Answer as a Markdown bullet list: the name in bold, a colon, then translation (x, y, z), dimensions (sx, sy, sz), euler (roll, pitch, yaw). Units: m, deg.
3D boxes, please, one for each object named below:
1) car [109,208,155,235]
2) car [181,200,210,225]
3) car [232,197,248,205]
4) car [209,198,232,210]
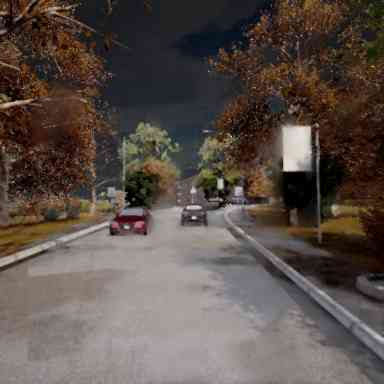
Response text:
- **car**: translation (-3.269, 1.589, 18.683), dimensions (1.994, 1.385, 4.181), euler (0, 0, 1)
- **car**: translation (0.224, 1.555, 24.508), dimensions (1.812, 1.442, 4.674), euler (0, 0, 2)
- **car**: translation (7.931, 1.638, 58.402), dimensions (2.033, 1.411, 5.357), euler (-3, -3, 38)
- **car**: translation (3.138, 1.482, 42.128), dimensions (2.128, 1.511, 4.902), euler (-2, 0, 18)
